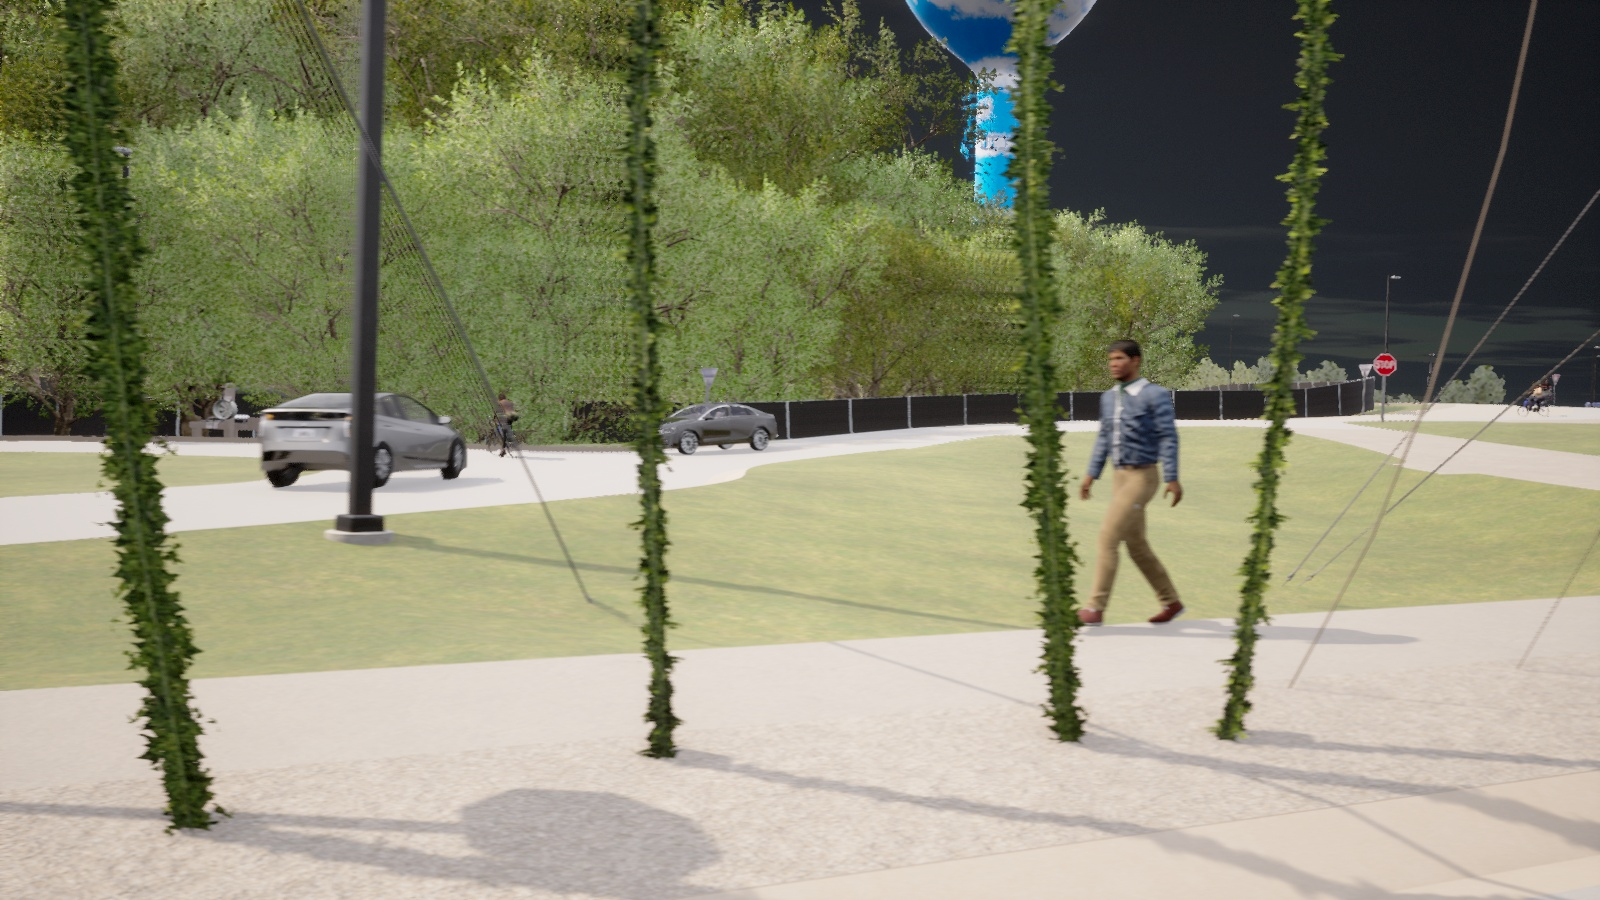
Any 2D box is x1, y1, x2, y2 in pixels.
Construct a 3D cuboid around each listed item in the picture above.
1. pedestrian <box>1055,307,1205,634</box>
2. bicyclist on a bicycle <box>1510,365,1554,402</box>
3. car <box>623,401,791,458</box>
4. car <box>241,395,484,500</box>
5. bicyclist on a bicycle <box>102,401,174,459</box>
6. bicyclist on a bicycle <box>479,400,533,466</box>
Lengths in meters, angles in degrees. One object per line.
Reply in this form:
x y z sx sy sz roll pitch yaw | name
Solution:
2.056 0.124 7.838 0.788 1.949 0.423 0 0 -21 | pedestrian
33.393 -3.028 57.297 1.509 1.612 0.866 -2 1 -3 | bicyclist on a bicycle
-2.799 -0.667 38.672 4.902 1.511 2.128 -5 4 -44 | car
-7.078 -0.096 20.896 2.007 1.525 4.514 -1 2 7 | car
-18.787 -0.577 35.656 1.656 1.620 0.582 -1 3 -8 | bicyclist on a bicycle
-7.472 -0.444 31.867 0.582 1.620 1.656 -2 3 -43 | bicyclist on a bicycle
